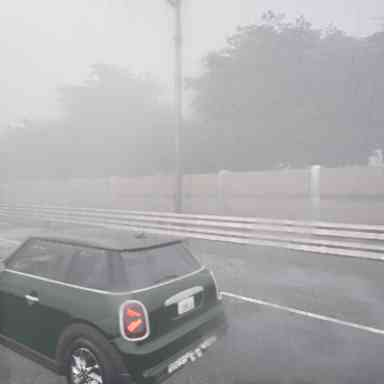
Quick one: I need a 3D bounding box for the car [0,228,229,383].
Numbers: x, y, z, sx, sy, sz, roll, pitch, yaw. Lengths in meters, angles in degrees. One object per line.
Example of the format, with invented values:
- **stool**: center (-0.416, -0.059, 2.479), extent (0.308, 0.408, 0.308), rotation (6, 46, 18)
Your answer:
- **car**: center (-1.793, 1.354, 5.152), extent (4.553, 1.767, 2.097), rotation (0, 0, 36)
